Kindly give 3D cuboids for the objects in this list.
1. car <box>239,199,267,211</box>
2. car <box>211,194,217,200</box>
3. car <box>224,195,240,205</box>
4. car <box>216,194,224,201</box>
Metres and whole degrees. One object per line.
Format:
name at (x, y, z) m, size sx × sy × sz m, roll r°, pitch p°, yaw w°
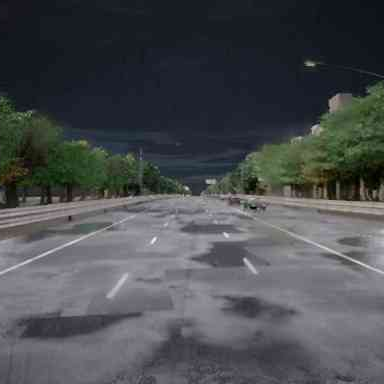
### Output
car at (7.196, 1.503, 38.802) m, size 1.895 × 1.301 × 4.718 m, roll 0°, pitch 0°, yaw -3°
car at (7.140, 1.433, 93.314) m, size 2.128 × 1.511 × 4.902 m, roll 0°, pitch 0°, yaw 0°
car at (7.012, 1.352, 55.892) m, size 1.837 × 1.490 × 4.892 m, roll 0°, pitch 0°, yaw 0°
car at (7.059, 1.432, 74.402) m, size 1.895 × 1.301 × 4.718 m, roll 0°, pitch 0°, yaw 0°
